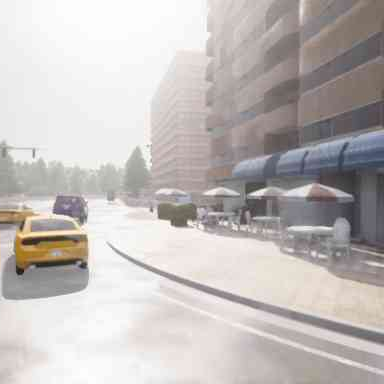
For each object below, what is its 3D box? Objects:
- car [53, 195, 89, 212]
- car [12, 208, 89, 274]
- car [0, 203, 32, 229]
[{"bbox_3d":[-9.420,1.253,26.014,2.150,2.045,5.566,1,-1,-13],"label":"car"},{"bbox_3d":[-4.682,1.489,10.801,1.882,1.535,5.008,1,-1,-29],"label":"car"},{"bbox_3d":[-12.037,1.472,22.434,1.882,1.535,5.008,1,0,-15],"label":"car"}]
